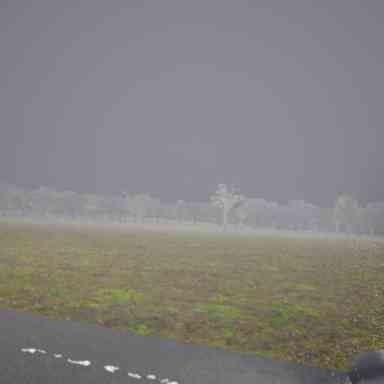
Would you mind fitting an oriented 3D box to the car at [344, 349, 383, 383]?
[{"bbox_3d":[3.767,1.949,2.646,4.674,1.442,1.812,1,-5,20],"label":"car"}]
